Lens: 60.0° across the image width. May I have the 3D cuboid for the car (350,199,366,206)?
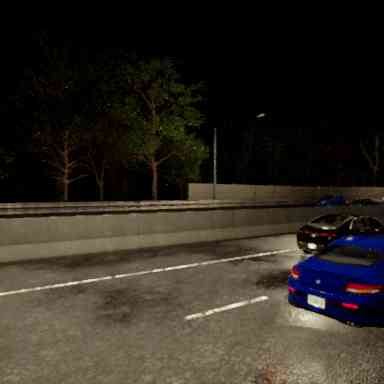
[{"bbox_3d":[24.051,1.708,46.897,4.892,1.490,1.837,1,-1,-35],"label":"car"}]

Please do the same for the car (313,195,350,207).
[{"bbox_3d":[20.011,1.410,48.290,5.566,2.045,2.150,0,0,-36],"label":"car"}]

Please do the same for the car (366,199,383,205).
[{"bbox_3d":[25.134,1.796,43.379,4.718,1.301,1.895,0,0,-35],"label":"car"}]

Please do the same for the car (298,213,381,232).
[{"bbox_3d":[5.900,1.549,12.272,4.892,1.490,1.837,1,0,-35],"label":"car"}]

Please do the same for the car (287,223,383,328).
[{"bbox_3d":[3.833,1.552,6.529,4.674,1.442,1.812,0,0,-35],"label":"car"}]
